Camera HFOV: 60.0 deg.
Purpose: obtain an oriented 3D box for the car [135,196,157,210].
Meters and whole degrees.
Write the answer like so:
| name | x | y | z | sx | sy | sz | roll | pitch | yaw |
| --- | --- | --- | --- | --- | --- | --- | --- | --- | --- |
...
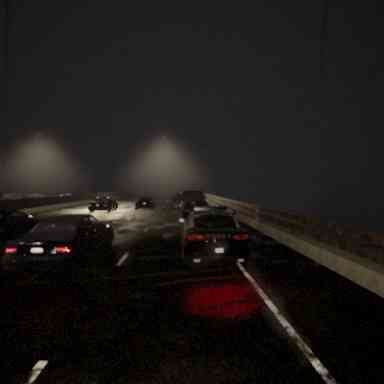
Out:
| name | x | y | z | sx | sy | sz | roll | pitch | yaw |
| --- | --- | --- | --- | --- | --- | --- | --- | --- | --- |
| car | -4.795 | 1.097 | 34.896 | 1.994 | 1.385 | 4.181 | 0 | 1 | -2 |

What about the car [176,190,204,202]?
| name | x | y | z | sx | sy | sz | roll | pitch | yaw |
| --- | --- | --- | --- | --- | --- | --- | --- | --- | --- |
| car | -0.029 | 0.853 | 27.070 | 2.150 | 2.045 | 5.566 | 0 | 1 | -2 |

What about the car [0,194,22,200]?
| name | x | y | z | sx | sy | sz | roll | pitch | yaw |
| --- | --- | --- | --- | --- | --- | --- | --- | --- | --- |
| car | -26.441 | 0.964 | 46.336 | 2.033 | 1.411 | 5.357 | 0 | 1 | -2 |

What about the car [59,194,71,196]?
| name | x | y | z | sx | sy | sz | roll | pitch | yaw |
| --- | --- | --- | --- | --- | --- | --- | --- | --- | --- |
| car | -19.617 | 0.940 | 51.106 | 1.895 | 1.301 | 4.718 | 0 | 1 | -2 |

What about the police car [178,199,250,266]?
| name | x | y | z | sx | sy | sz | roll | pitch | yaw |
| --- | --- | --- | --- | --- | --- | --- | --- | --- | --- |
| police car | 0.606 | 1.271 | 11.168 | 1.930 | 1.638 | 5.238 | 0 | 1 | -2 |

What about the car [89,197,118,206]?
| name | x | y | z | sx | sy | sz | roll | pitch | yaw |
| --- | --- | --- | --- | --- | --- | --- | --- | --- | --- |
| car | -8.136 | 1.142 | 30.806 | 2.033 | 1.411 | 5.357 | 0 | 1 | -2 |

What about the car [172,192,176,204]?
| name | x | y | z | sx | sy | sz | roll | pitch | yaw |
| --- | --- | --- | --- | --- | --- | --- | --- | --- | --- |
| car | -1.857 | 0.864 | 47.167 | 1.837 | 1.490 | 4.892 | 0 | 1 | -2 |

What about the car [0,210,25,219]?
| name | x | y | z | sx | sy | sz | roll | pitch | yaw |
| --- | --- | --- | --- | --- | --- | --- | --- | --- | --- |
| car | -7.431 | 1.397 | 13.178 | 1.994 | 1.385 | 4.181 | 0 | 1 | -2 |

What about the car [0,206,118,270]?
| name | x | y | z | sx | sy | sz | roll | pitch | yaw |
| --- | --- | --- | --- | --- | --- | --- | --- | --- | --- |
| car | -3.821 | 1.411 | 10.477 | 2.033 | 1.411 | 5.357 | 0 | 1 | -2 |

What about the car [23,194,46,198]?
| name | x | y | z | sx | sy | sz | roll | pitch | yaw |
| --- | --- | --- | --- | --- | --- | --- | --- | --- | --- |
| car | -23.019 | 0.928 | 48.522 | 2.033 | 1.411 | 5.357 | 0 | 1 | -2 |

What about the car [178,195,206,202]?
| name | x | y | z | sx | sy | sz | roll | pitch | yaw |
| --- | --- | --- | --- | --- | --- | --- | --- | --- | --- |
| car | 0.211 | 1.190 | 21.050 | 1.882 | 1.535 | 5.008 | 0 | 1 | -2 |

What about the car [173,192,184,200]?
| name | x | y | z | sx | sy | sz | roll | pitch | yaw |
| --- | --- | --- | --- | --- | --- | --- | --- | --- | --- |
| car | -2.540 | 0.683 | 63.615 | 2.033 | 1.411 | 5.357 | 0 | 1 | -2 |
